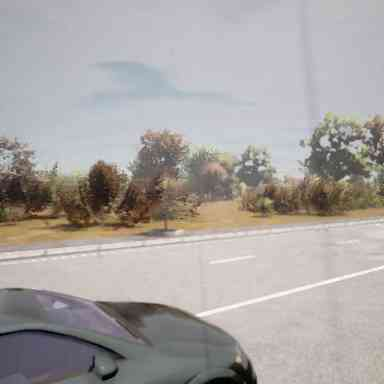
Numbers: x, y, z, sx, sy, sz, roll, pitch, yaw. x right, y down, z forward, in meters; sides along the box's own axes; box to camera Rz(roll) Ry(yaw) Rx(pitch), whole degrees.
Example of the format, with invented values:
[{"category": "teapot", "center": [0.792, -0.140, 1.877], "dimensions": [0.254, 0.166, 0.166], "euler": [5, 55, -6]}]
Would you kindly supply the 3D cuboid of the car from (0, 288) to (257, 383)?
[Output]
[{"category": "car", "center": [-1.421, 1.566, 2.733], "dimensions": [4.181, 1.385, 1.994], "euler": [0, 0, -35]}]
